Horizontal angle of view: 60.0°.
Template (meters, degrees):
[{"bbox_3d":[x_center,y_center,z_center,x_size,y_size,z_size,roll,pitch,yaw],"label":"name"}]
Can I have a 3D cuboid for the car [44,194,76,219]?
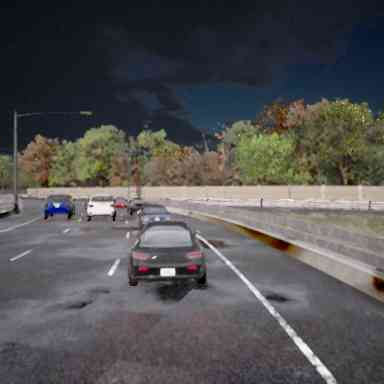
[{"bbox_3d":[-11.542,1.194,29.224,2.150,2.045,5.566,0,0,-16],"label":"car"}]

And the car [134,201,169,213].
[{"bbox_3d":[-2.339,1.522,20.539,2.033,1.411,5.357,0,0,-11],"label":"car"}]

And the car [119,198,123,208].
[{"bbox_3d":[-9.550,1.512,43.846,1.994,1.385,4.181,0,0,-23],"label":"car"}]

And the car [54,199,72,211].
[{"bbox_3d":[-16.369,1.559,42.079,1.895,1.301,4.718,0,0,-24],"label":"car"}]

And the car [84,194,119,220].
[{"bbox_3d":[-7.485,1.192,27.670,2.150,2.045,5.566,0,0,-15],"label":"car"}]

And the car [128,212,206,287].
[{"bbox_3d":[-0.701,1.514,9.250,1.812,1.442,4.674,0,0,-5],"label":"car"}]

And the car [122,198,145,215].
[{"bbox_3d":[-5.457,1.466,33.015,1.837,1.490,4.892,0,0,-17],"label":"car"}]

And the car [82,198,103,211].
[{"bbox_3d":[-12.700,1.499,42.398,2.033,1.411,5.357,0,0,-23],"label":"car"}]
